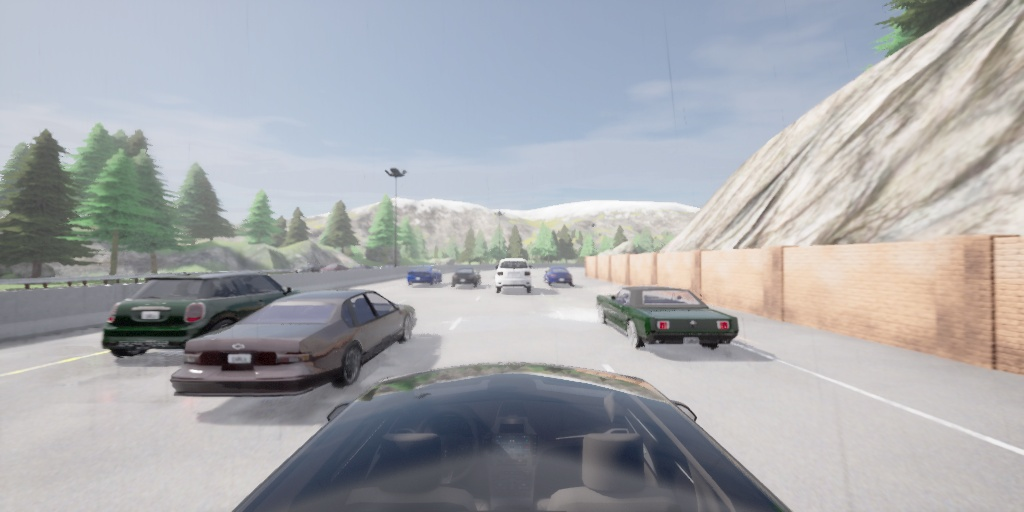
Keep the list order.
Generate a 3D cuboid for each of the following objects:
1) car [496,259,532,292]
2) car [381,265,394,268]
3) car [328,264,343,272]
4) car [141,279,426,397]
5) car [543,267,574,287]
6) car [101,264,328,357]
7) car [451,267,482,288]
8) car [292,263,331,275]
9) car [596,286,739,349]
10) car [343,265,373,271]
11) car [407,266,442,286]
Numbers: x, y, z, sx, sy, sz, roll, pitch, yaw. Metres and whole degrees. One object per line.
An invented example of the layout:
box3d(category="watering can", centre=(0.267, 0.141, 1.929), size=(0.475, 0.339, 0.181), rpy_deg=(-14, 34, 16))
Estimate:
box3d(category="car", centre=(0.108, 1.221, 23.511), size=(2.150, 2.045, 5.566), rpy_deg=(0, 0, 0))
box3d(category="car", centre=(-16.480, 1.846, 48.448), size=(1.994, 1.385, 4.181), rpy_deg=(0, -1, 8))
box3d(category="car", centre=(-23.605, 1.798, 47.709), size=(1.812, 1.442, 4.674), rpy_deg=(0, -1, 7))
box3d(category="car", centre=(-3.398, 1.357, 6.981), size=(2.033, 1.411, 5.357), rpy_deg=(0, -1, 0))
box3d(category="car", centre=(3.597, 1.576, 28.096), size=(1.812, 1.442, 4.674), rpy_deg=(0, -1, 0))
box3d(category="car", centre=(-6.896, 1.184, 8.967), size=(2.097, 1.767, 4.553), rpy_deg=(0, -1, 0))
box3d(category="car", centre=(-3.403, 1.565, 27.140), size=(1.812, 1.442, 4.674), rpy_deg=(0, -1, 0))
box3d(category="car", centre=(-27.029, 1.775, 48.506), size=(2.128, 1.511, 4.902), rpy_deg=(0, -1, 7))
box3d(category="car", centre=(3.603, 1.439, 9.416), size=(1.895, 1.301, 4.718), rpy_deg=(0, -1, 0))
box3d(category="car", centre=(-20.077, 1.838, 47.754), size=(1.994, 1.385, 4.181), rpy_deg=(0, -1, 7))
box3d(category="car", centre=(-6.888, 1.535, 28.713), size=(1.882, 1.535, 5.008), rpy_deg=(0, 0, 0))
